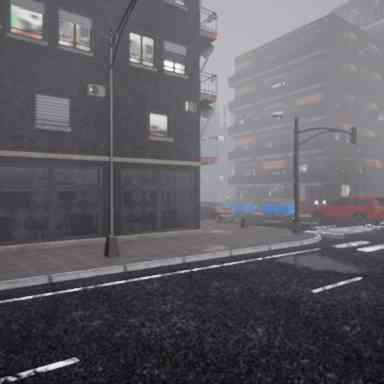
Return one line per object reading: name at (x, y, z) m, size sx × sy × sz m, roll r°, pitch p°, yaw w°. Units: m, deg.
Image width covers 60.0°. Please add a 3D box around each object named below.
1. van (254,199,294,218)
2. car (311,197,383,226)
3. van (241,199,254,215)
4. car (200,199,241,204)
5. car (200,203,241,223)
van at (8.614, 1.598, 33.584) m, size 1.690 × 1.788 × 3.998 m, roll -1°, pitch 0°, yaw -36°
car at (11.748, 1.373, 25.082) m, size 2.150 × 2.045 × 5.566 m, roll 0°, pitch -1°, yaw -34°
van at (5.306, 1.671, 38.105) m, size 1.690 × 1.788 × 3.998 m, roll -1°, pitch 0°, yaw -36°
car at (2.159, 1.670, 32.627) m, size 2.097 × 1.767 × 4.553 m, roll 0°, pitch -1°, yaw -36°
car at (1.867, 1.871, 28.677) m, size 1.802 × 1.307 × 4.206 m, roll -1°, pitch 0°, yaw -36°
